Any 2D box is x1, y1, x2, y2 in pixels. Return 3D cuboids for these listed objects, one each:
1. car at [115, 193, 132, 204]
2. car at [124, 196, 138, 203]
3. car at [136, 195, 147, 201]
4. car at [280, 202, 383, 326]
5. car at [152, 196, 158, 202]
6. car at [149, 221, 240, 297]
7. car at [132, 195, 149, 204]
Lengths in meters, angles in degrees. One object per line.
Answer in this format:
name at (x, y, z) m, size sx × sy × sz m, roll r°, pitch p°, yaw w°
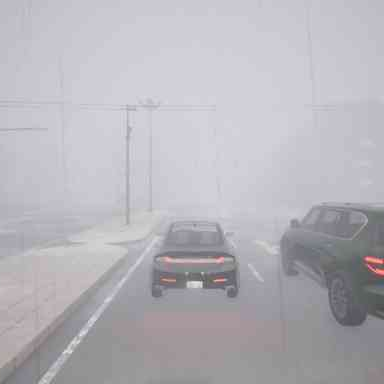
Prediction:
car at (-12.698, 1.204, 61.782) m, size 2.150 × 2.045 × 5.566 m, roll 0°, pitch 0°, yaw 0°
car at (-12.643, 1.514, 69.427) m, size 2.128 × 1.511 × 4.902 m, roll 0°, pitch 0°, yaw 0°
car at (-12.608, 1.461, 82.839) m, size 1.882 × 1.535 × 5.008 m, roll 0°, pitch 0°, yaw 0°
car at (3.560, 1.221, 7.179) m, size 2.150 × 2.045 × 5.566 m, roll 0°, pitch 0°, yaw 1°
car at (-9.121, 1.527, 77.700) m, size 2.033 × 1.411 × 5.357 m, roll 0°, pitch 0°, yaw 0°
car at (0.074, 1.490, 8.531) m, size 2.128 × 1.511 × 4.902 m, roll 0°, pitch 0°, yaw 1°
car at (-9.192, 1.537, 61.704) m, size 2.033 × 1.411 × 5.357 m, roll 0°, pitch 0°, yaw 0°
